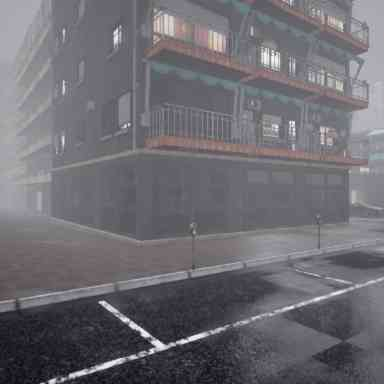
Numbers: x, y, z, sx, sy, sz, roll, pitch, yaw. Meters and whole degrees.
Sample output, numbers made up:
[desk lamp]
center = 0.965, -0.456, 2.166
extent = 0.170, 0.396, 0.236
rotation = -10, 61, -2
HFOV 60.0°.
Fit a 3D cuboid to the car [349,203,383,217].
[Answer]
[car]
center = 16.841, 1.766, 33.136
extent = 1.994, 1.385, 4.181
rotation = 0, -1, -35
